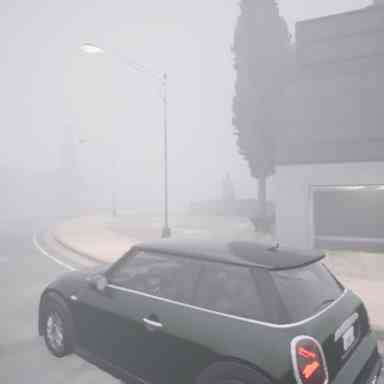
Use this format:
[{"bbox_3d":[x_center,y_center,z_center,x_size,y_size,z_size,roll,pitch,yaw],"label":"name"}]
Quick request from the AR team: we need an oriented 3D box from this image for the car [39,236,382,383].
[{"bbox_3d":[-0.163,1.395,4.465,4.553,1.767,2.097,-1,-1,40],"label":"car"}]
